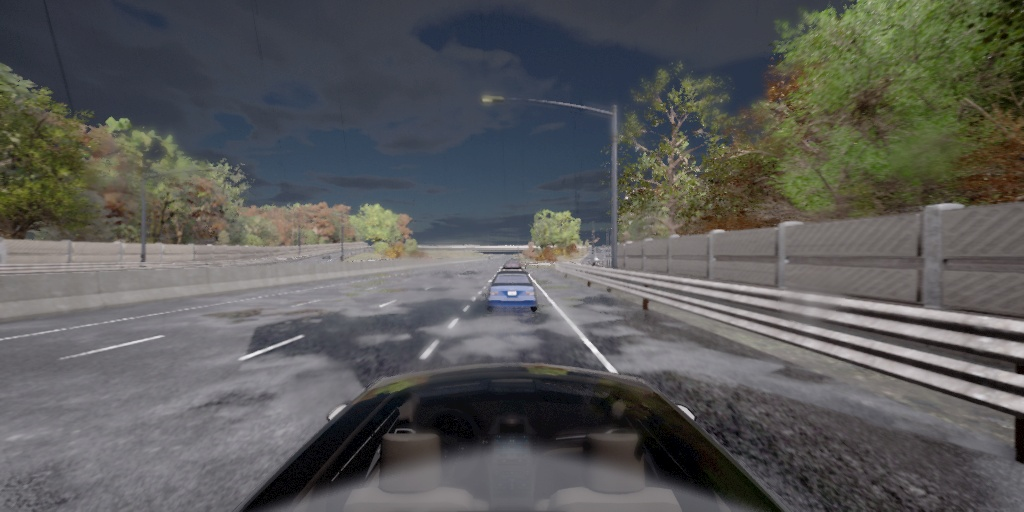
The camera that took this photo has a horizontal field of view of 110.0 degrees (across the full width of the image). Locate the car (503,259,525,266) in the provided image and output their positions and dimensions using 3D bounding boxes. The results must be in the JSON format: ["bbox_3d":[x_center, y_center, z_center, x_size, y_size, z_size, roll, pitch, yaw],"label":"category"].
[{"bbox_3d":[0.017,1.264,29.248,2.128,1.511,4.902,0,0,0],"label":"car"}]

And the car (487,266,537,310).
[{"bbox_3d":[0.004,1.307,14.605,2.033,1.411,5.357,0,0,0],"label":"car"}]
